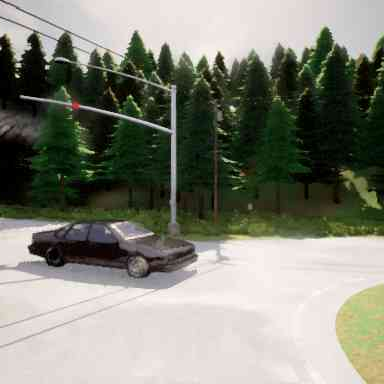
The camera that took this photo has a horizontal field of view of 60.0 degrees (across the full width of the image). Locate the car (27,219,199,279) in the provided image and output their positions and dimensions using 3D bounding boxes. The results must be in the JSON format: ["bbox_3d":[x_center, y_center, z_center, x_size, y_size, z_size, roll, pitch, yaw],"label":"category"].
[{"bbox_3d":[-2.539,1.562,10.129,5.357,1.411,2.033,0,0,26],"label":"car"}]
